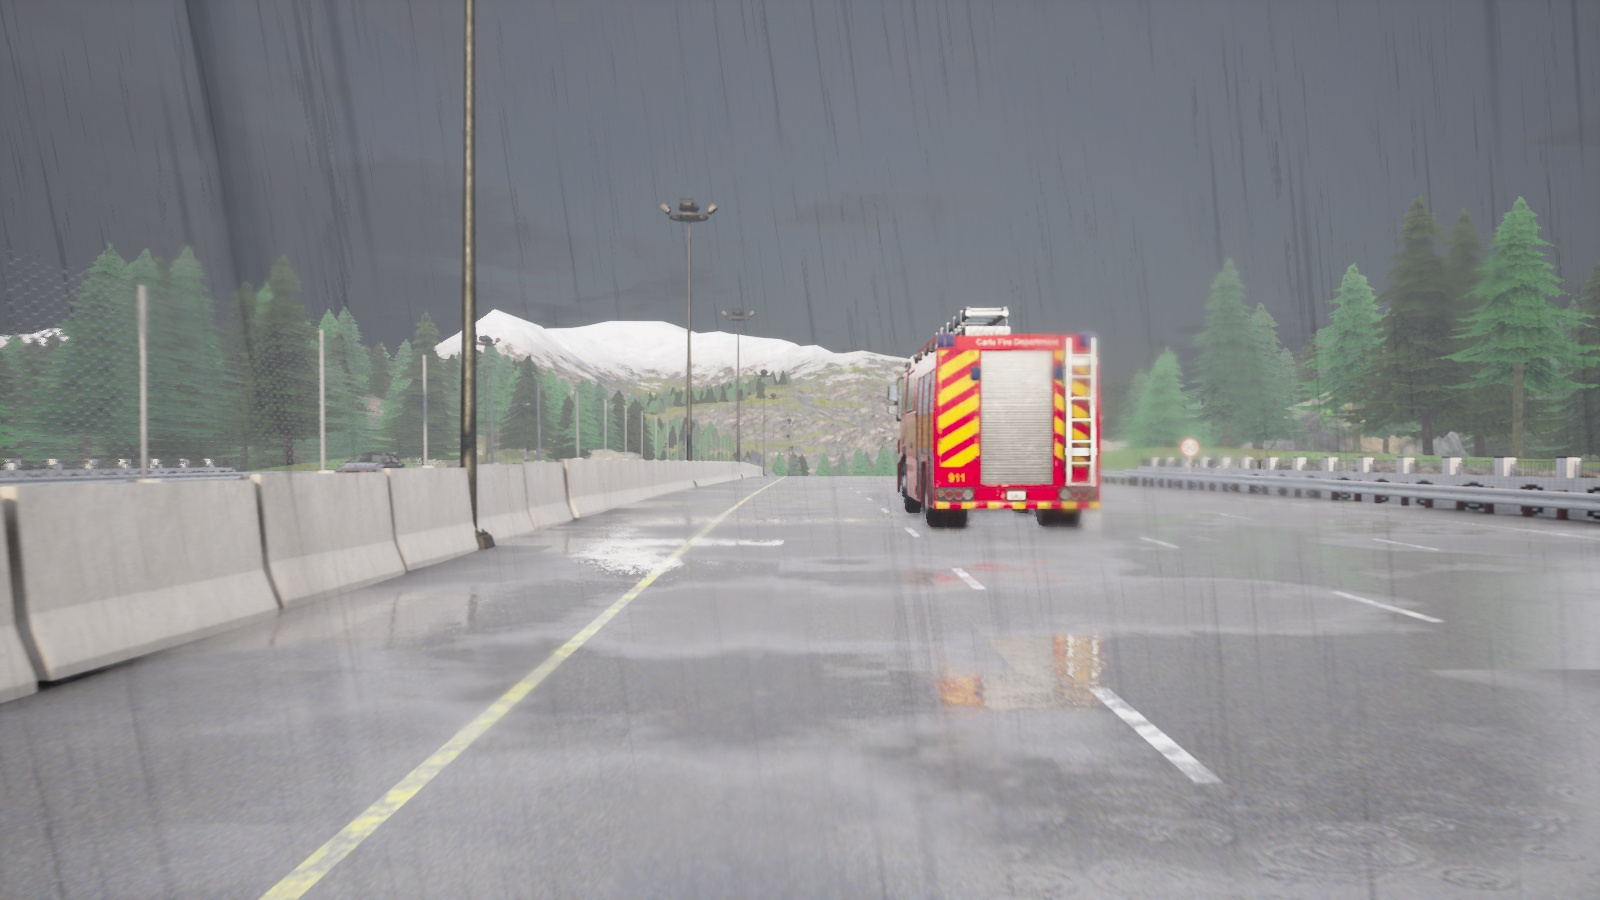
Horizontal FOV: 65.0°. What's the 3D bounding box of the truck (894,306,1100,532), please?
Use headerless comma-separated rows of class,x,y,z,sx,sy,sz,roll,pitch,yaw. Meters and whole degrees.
truck,3.662,-0.531,25.534,2.891,3.827,8.468,0,0,0

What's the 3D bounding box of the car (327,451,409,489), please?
car,-17.199,0.792,50.204,1.816,1.474,4.193,0,-1,0
